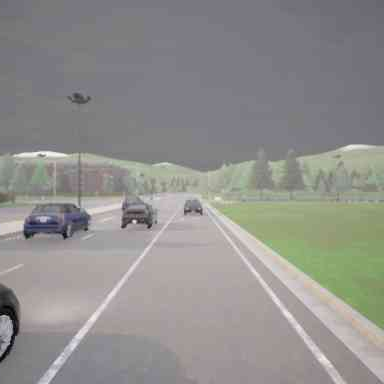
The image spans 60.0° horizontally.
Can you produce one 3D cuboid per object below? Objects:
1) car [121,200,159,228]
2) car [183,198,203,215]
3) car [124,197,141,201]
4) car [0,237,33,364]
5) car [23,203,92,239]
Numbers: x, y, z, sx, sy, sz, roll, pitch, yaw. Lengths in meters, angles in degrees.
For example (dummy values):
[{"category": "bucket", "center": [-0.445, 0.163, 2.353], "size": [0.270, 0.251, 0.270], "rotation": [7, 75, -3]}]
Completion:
[{"category": "car", "center": [-3.392, 1.500, 22.065], "size": [1.837, 1.490, 4.892], "rotation": [0, 0, 0]}, {"category": "car", "center": [0.112, 1.594, 33.737], "size": [1.895, 1.301, 4.718], "rotation": [0, 0, 0]}, {"category": "car", "center": [-6.886, 1.344, 39.372], "size": [2.097, 1.767, 4.553], "rotation": [0, 0, 0]}, {"category": "car", "center": [-3.391, 1.504, 2.880], "size": [1.837, 1.490, 4.892], "rotation": [0, 0, 0]}, {"category": "car", "center": [-6.894, 1.348, 17.551], "size": [2.097, 1.767, 4.553], "rotation": [0, 0, 0]}]
